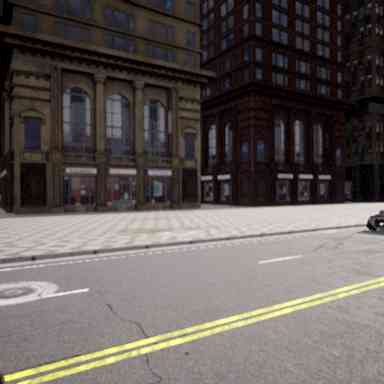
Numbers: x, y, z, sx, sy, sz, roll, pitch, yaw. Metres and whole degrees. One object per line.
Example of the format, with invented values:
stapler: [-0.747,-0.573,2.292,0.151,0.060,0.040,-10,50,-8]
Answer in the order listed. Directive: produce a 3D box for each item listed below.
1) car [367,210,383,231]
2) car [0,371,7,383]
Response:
car: [11.561,1.474,18.372,4.181,1.385,1.994,0,0,-32]
car: [-2.986,1.572,1.345,4.181,1.385,1.994,0,0,-32]
